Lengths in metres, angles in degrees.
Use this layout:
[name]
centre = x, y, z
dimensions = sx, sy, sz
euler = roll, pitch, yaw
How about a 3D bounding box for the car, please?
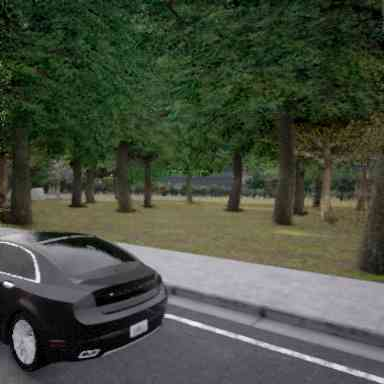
[car]
centre = -2.635, 1.410, 5.558
dimensions = 4.892, 1.490, 1.837
euler = 1, 1, 35
